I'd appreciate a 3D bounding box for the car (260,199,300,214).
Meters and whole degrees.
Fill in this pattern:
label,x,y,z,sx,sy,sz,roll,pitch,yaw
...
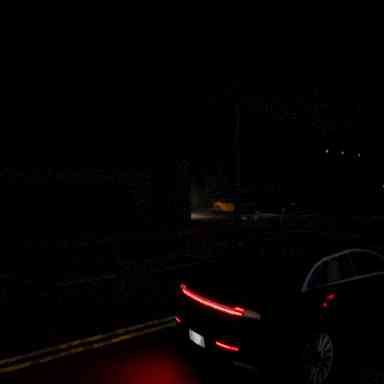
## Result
label,x,y,z,sx,sy,sz,roll,pitch,yaw
car,8.943,1.435,34.900,2.128,1.511,4.902,0,0,-37

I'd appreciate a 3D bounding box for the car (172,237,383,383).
label,x,y,z,sx,sy,sz,roll,pitch,yaw
car,2.030,1.482,5.279,4.902,1.511,2.128,0,0,-35

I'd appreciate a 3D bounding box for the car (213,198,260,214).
label,x,y,z,sx,sy,sz,roll,pitch,yaw
car,4.327,1.429,34.864,1.882,1.535,5.008,0,1,-37
